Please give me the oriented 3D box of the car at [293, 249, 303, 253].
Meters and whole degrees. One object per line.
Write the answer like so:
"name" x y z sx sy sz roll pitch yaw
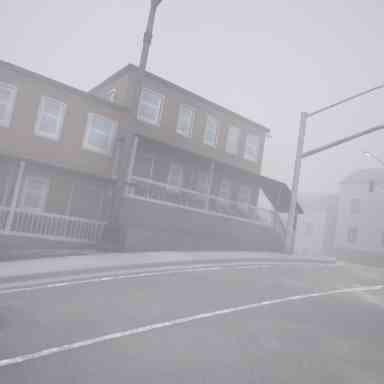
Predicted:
"car" 8.853 5.851 30.373 2.128 1.511 4.902 13 -16 -34
